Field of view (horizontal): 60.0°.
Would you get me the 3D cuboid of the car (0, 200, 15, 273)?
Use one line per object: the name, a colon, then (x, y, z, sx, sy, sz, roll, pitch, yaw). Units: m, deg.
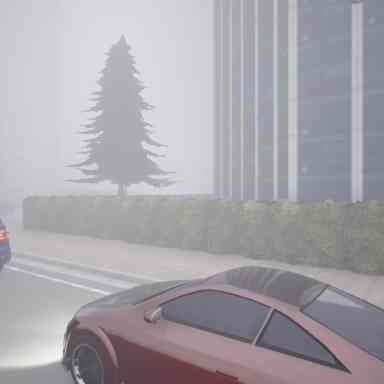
car: (-7.153, 1.221, 9.060, 5.566, 2.045, 2.150, 0, 0, 35)

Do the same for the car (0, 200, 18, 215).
car: (-20.361, 1.560, 33.239, 1.837, 1.490, 4.892, 0, 0, 35)

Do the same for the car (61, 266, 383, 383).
car: (0.457, 1.564, 3.667, 4.181, 1.385, 1.994, 0, 0, 35)
